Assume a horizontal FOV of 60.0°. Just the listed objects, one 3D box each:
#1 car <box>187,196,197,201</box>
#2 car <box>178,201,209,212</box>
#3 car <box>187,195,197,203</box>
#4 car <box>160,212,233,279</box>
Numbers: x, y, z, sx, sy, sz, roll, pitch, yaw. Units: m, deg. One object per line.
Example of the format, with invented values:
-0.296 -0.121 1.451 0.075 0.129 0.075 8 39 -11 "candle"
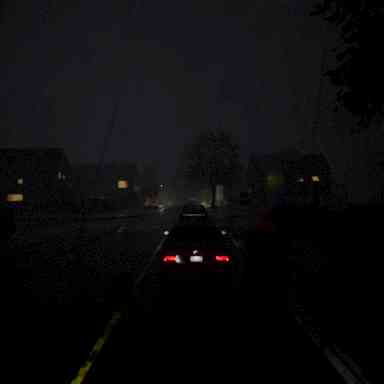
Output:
0.011 1.939 68.658 1.895 1.301 4.718 0 0 0 "car"
0.104 1.568 21.779 2.128 1.511 4.902 0 0 0 "car"
0.012 1.650 78.647 2.097 1.767 4.553 0 -1 0 "car"
0.096 1.580 10.096 2.033 1.411 5.357 0 0 0 "car"
